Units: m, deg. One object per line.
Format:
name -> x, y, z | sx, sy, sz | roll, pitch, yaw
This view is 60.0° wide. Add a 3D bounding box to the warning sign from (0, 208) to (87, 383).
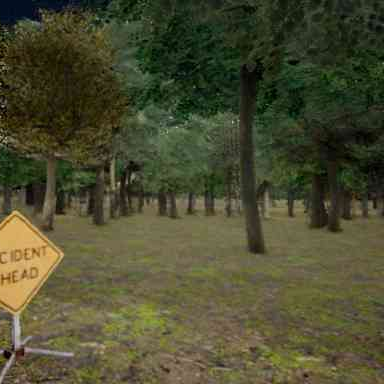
warning sign -> -2.201, 1.159, 4.143 | 1.060, 1.860, 1.300 | -1, 0, 35
